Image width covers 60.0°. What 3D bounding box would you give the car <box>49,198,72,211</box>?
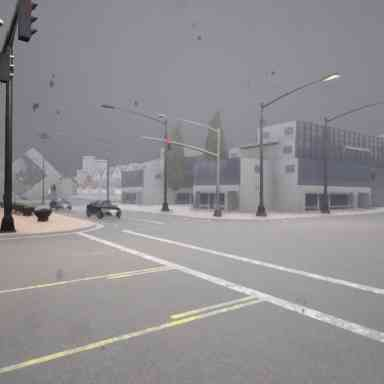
[{"bbox_3d":[-16.399,1.515,41.364,2.128,1.511,4.902,1,0,-35],"label":"car"}]

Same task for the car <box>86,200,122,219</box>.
[{"bbox_3d":[-7.743,1.500,28.912,2.128,1.511,4.902,1,0,-35],"label":"car"}]
